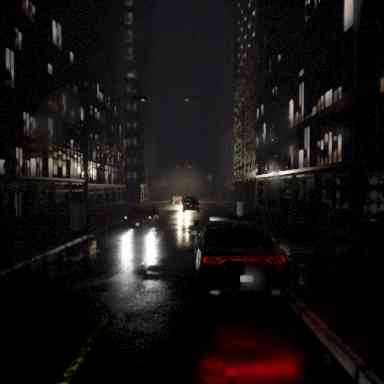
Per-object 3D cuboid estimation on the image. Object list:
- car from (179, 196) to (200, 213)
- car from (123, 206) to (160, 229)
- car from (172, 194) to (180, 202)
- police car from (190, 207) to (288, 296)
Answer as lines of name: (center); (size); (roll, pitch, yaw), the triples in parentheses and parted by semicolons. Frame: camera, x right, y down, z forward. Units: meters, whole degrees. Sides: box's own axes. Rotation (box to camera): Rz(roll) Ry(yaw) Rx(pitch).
car: (-0.099, 1.540, 37.274); (2.033, 1.411, 5.357); (0, 0, 0)
car: (-3.204, 1.592, 21.760); (1.895, 1.301, 4.718); (0, 0, 0)
car: (-3.368, 1.370, 76.186); (2.097, 1.767, 4.553); (0, 0, 0)
police car: (1.009, 1.421, 8.803); (1.930, 1.638, 5.238); (0, 0, 0)
